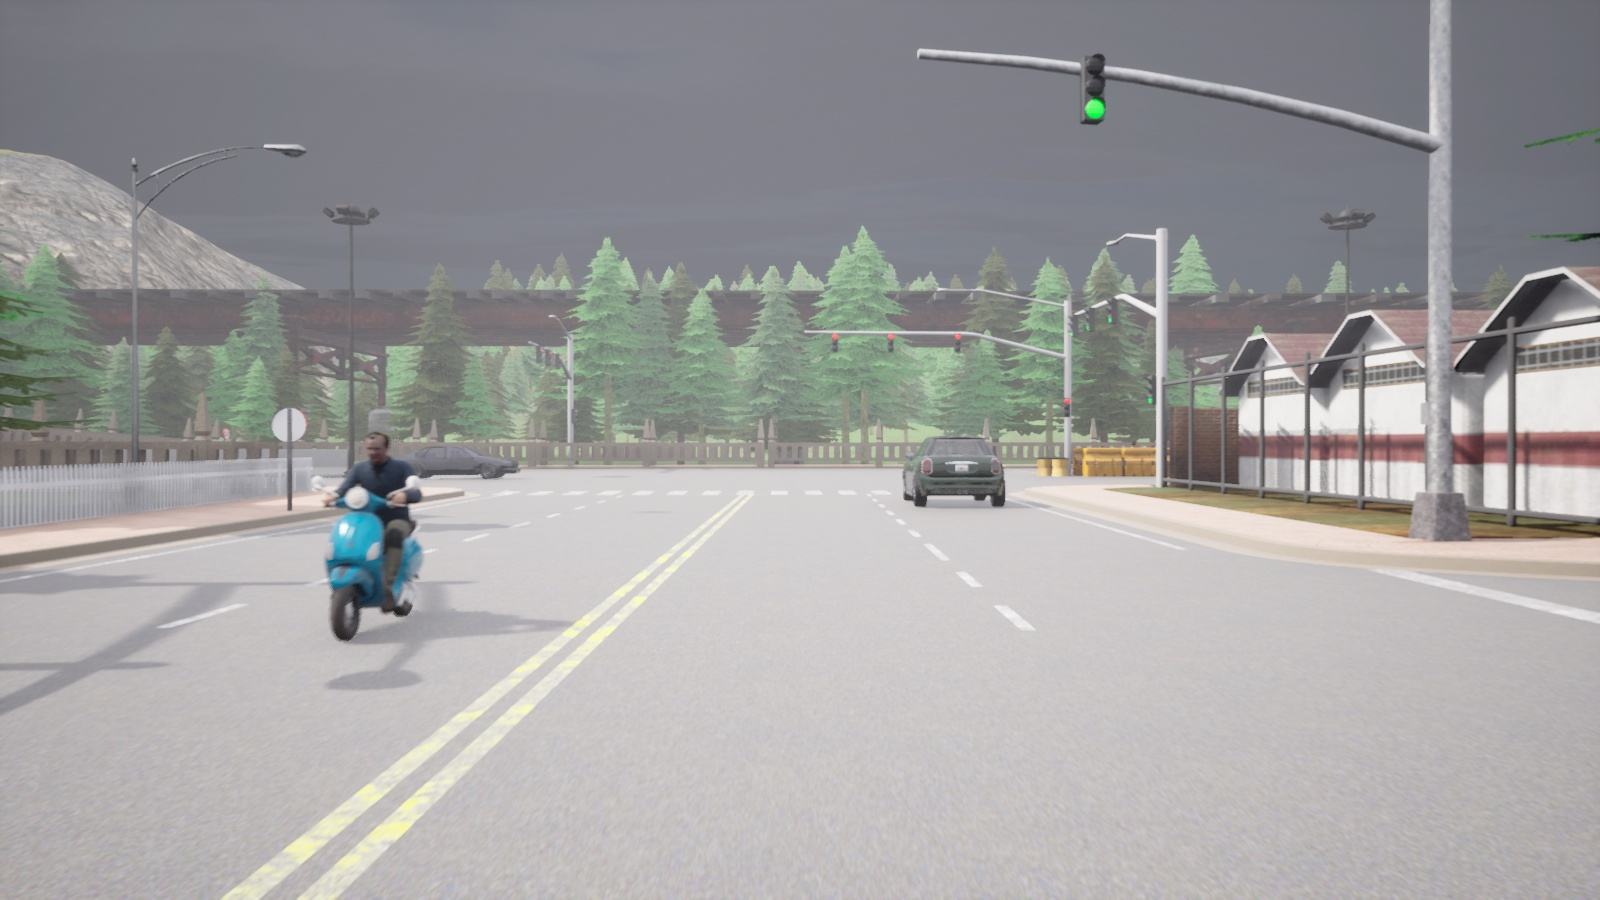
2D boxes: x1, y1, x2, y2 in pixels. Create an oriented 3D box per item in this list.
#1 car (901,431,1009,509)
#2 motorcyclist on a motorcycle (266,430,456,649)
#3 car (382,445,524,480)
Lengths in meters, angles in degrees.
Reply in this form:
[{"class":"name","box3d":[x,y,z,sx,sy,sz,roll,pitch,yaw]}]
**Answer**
[{"class":"car","box3d":[3.690,0.441,30.655,2.097,1.767,4.553,0,0,0]},{"class":"motorcyclist on a motorcycle","box3d":[-3.428,0.643,10.006,0.866,1.590,1.817,0,0,0]},{"class":"car","box3d":[-14.352,0.499,52.153,5.357,1.411,2.033,0,0,-1]}]
